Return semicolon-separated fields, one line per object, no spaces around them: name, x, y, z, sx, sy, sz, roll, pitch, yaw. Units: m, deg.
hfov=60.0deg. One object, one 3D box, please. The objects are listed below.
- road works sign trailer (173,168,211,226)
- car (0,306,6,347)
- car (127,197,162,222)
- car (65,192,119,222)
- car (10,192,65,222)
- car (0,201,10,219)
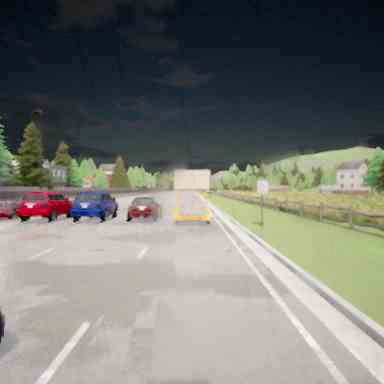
road works sign trailer;0.017;0.272;21.393;2.380;3.560;2.880;0;1;0
car;-3.412;1.502;2.542;1.812;1.442;4.674;0;1;0
car;-3.381;1.132;24.491;2.097;1.767;4.553;0;1;0
car;-6.882;1.006;24.011;2.150;2.045;5.566;0;1;0
car;-10.381;1.006;24.009;2.150;2.045;5.566;0;1;0
car;-13.880;1.334;25.565;1.994;1.385;4.181;0;1;0
